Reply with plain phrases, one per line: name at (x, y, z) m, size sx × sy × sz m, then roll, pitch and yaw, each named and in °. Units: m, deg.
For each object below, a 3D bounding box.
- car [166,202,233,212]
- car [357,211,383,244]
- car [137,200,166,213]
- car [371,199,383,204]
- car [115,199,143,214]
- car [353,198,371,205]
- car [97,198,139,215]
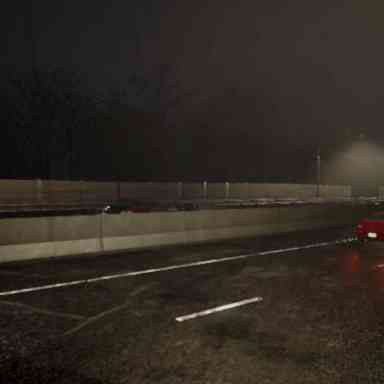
car at (1.250, 1.552, 22.079) m, size 5.357 × 1.411 × 2.033 m, roll 0°, pitch 0°, yaw -35°
car at (8.980, 1.531, 14.449) m, size 4.674 × 1.442 × 1.812 m, roll 0°, pitch 0°, yaw -35°
car at (-1.245, 1.509, 24.597) m, size 4.892 × 1.490 × 1.837 m, roll 0°, pitch 0°, yaw -35°
car at (30.000, 1.641, 51.107) m, size 4.718 × 1.301 × 1.895 m, roll 0°, pitch 0°, yaw -35°
car at (-3.545, 1.530, 27.256) m, size 4.674 × 1.442 × 1.812 m, roll 0°, pitch 0°, yaw -35°
car at (27.877, 1.604, 53.891) m, size 4.181 × 1.385 × 1.994 m, roll 0°, pitch 0°, yaw -35°
car at (-6.084, 1.356, 29.737) m, size 4.553 × 1.767 × 2.097 m, roll 0°, pitch 0°, yaw -36°
